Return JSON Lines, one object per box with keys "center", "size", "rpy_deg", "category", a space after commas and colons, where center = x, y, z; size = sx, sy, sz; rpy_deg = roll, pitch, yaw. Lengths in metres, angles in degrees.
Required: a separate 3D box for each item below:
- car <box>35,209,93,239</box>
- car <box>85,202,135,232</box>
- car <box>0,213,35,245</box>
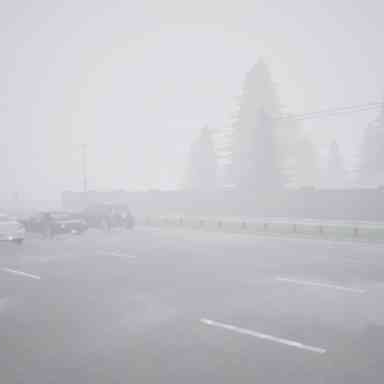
{"center": [-7.812, 1.721, 18.154], "size": [4.718, 1.301, 1.895], "rpy_deg": [-1, 0, 36], "category": "car"}
{"center": [-5.791, 1.471, 21.011], "size": [4.553, 1.767, 2.097], "rpy_deg": [-1, 0, 36], "category": "car"}
{"center": [-9.280, 1.640, 14.891], "size": [4.674, 1.442, 1.812], "rpy_deg": [-1, 0, 35], "category": "car"}
